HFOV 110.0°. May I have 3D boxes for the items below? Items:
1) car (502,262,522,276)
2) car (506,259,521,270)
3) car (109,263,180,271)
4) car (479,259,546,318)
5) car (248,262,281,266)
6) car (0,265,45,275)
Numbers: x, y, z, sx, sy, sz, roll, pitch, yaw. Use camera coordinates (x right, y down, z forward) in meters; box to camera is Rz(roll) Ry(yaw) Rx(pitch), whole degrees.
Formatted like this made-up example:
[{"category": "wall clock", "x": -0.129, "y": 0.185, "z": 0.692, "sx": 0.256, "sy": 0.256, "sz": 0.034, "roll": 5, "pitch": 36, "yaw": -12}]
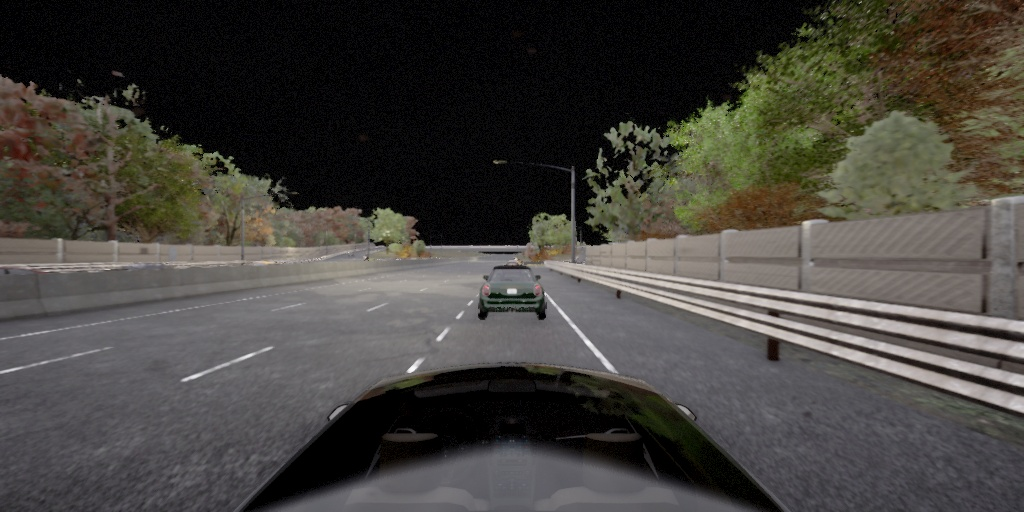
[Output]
[{"category": "car", "x": 0.007, "y": 1.322, "z": 37.700, "sx": 1.994, "sy": 1.385, "sz": 4.181, "roll": 0, "pitch": 0, "yaw": 0}, {"category": "car", "x": 0.347, "y": 1.248, "z": 53.725, "sx": 1.882, "sy": 1.535, "sz": 5.008, "roll": 0, "pitch": 0, "yaw": 4}, {"category": "car", "x": -31.573, "y": 1.301, "z": 30.852, "sx": 2.033, "sy": 1.411, "sz": 5.357, "roll": 0, "pitch": 0, "yaw": 0}, {"category": "car", "x": 0.002, "y": 1.097, "z": 13.007, "sx": 2.097, "sy": 1.767, "sz": 4.553, "roll": 0, "pitch": 0, "yaw": 0}, {"category": "car", "x": -21.077, "y": 1.231, "z": 30.252, "sx": 1.882, "sy": 1.535, "sz": 5.008, "roll": 0, "pitch": 0, "yaw": 0}, {"category": "car", "x": -24.583, "y": 1.224, "z": 16.662, "sx": 1.882, "sy": 1.535, "sz": 5.008, "roll": 0, "pitch": 0, "yaw": 0}]
